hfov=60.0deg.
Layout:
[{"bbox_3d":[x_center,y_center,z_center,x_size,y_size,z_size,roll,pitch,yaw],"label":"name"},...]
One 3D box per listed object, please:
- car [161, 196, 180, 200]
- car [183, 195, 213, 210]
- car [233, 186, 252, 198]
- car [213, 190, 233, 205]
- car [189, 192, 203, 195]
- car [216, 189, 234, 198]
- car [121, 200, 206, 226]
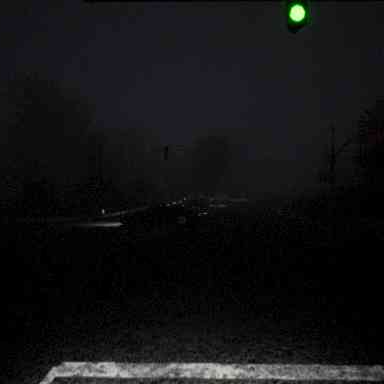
[{"bbox_3d":[-2.607,1.290,38.189,1.837,1.490,4.892,0,1,15],"label":"car"},{"bbox_3d":[0.614,1.368,36.699,1.994,1.385,4.181,0,1,15],"label":"car"},{"bbox_3d":[9.211,-0.056,60.072,2.150,2.045,5.566,0,4,27],"label":"car"},{"bbox_3d":[4.105,0.966,48.016,1.812,1.442,4.674,0,2,20],"label":"car"},{"bbox_3d":[0.368,0.841,47.910,2.097,1.767,4.553,0,2,20],"label":"car"},{"bbox_3d":[6.136,0.267,61.787,1.994,1.385,4.181,0,4,26],"label":"car"},{"bbox_3d":[-1.912,1.465,22.048,5.357,1.411,2.033,0,0,2],"label":"car"}]
